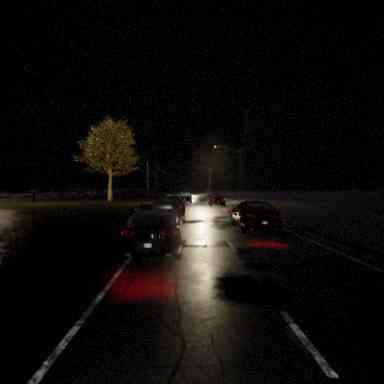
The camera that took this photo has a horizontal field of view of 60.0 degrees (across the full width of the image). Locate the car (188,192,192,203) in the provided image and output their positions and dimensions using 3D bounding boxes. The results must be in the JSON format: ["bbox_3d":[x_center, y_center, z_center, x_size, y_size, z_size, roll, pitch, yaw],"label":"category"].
[{"bbox_3d":[-0.910,0.799,46.988,2.033,1.411,5.357,0,1,-1],"label":"car"}]

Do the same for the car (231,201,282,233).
[{"bbox_3d":[3.260,1.208,17.531,1.882,1.535,5.008,0,1,-1],"label":"car"}]

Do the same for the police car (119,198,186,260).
[{"bbox_3d":[-1.280,1.245,11.862,1.930,1.638,5.238,0,1,-1],"label":"police car"}]

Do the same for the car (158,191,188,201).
[{"bbox_3d":[-1.474,1.011,21.718,2.097,1.767,4.553,0,1,-1],"label":"car"}]

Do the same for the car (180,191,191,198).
[{"bbox_3d":[-1.329,0.481,67.935,1.994,1.385,4.181,0,1,-1],"label":"car"}]

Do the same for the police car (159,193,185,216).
[{"bbox_3d":[-1.594,0.986,27.857,1.930,1.638,5.238,0,1,-1],"label":"police car"}]

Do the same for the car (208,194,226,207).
[{"bbox_3d":[2.851,0.908,39.063,1.812,1.442,4.674,0,1,-1],"label":"car"}]
